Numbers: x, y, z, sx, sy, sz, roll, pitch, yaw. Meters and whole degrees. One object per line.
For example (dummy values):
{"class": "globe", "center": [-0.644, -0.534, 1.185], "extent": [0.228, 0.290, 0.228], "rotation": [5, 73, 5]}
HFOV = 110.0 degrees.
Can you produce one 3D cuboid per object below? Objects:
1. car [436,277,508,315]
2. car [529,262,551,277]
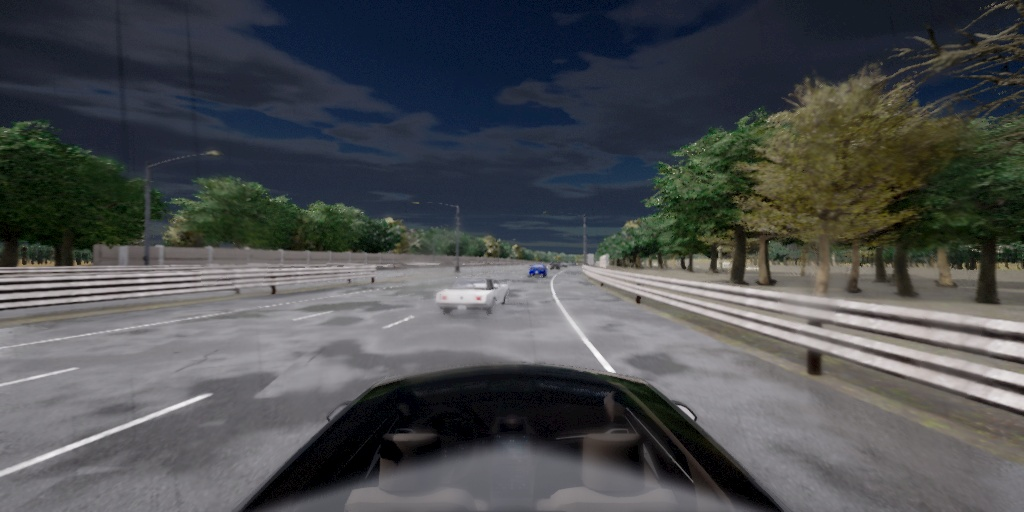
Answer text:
{"class": "car", "center": [-1.362, 1.488, 14.328], "extent": [1.895, 1.301, 4.718], "rotation": [0, -1, 8]}
{"class": "car", "center": [3.179, 1.687, 42.538], "extent": [1.882, 1.535, 5.008], "rotation": [0, -1, 10]}
